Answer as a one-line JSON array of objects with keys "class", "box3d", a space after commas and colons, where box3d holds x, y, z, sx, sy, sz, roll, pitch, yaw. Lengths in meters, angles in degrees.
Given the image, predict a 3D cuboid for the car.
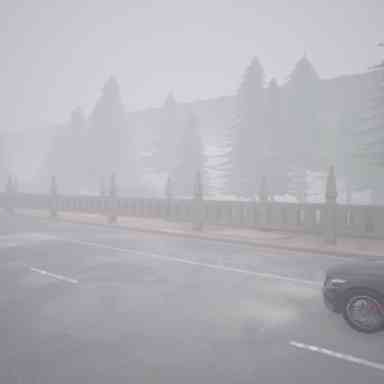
[{"class": "car", "box3d": [4.503, 1.526, 5.079, 4.674, 1.442, 1.812, 0, 0, 35]}]
